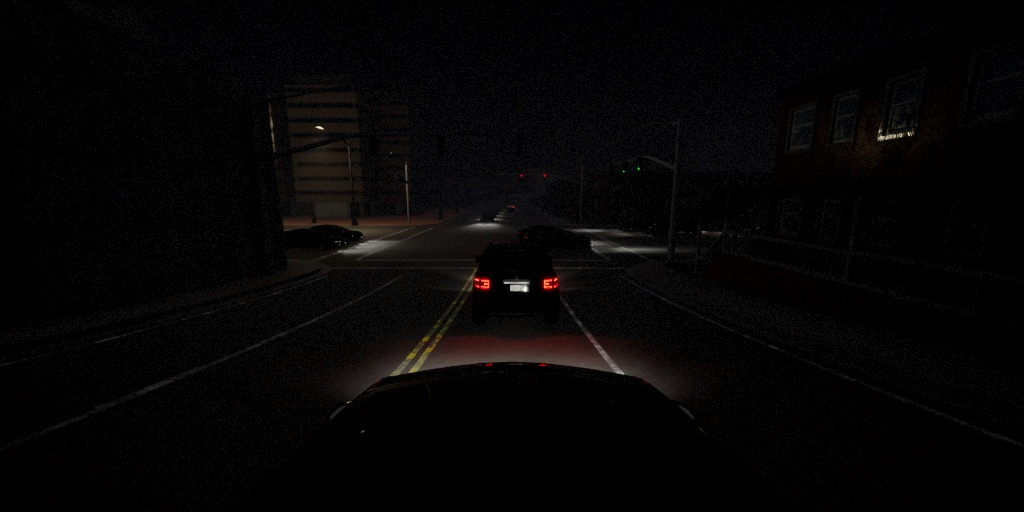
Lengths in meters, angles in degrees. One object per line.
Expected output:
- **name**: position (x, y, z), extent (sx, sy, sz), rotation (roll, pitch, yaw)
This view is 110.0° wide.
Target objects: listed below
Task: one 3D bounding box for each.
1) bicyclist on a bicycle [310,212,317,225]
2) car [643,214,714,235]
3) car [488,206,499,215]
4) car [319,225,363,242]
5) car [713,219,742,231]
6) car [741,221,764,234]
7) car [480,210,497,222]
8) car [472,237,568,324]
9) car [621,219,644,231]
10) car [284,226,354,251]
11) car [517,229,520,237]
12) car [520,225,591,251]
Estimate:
- **bicyclist on a bicycle**: position (-25.364, -4.774, 45.827), extent (0.582, 1.620, 1.656), rotation (0, 10, 0)
- **car**: position (16.887, -3.269, 36.629), extent (5.566, 2.045, 2.150), rotation (0, 10, 0)
- **car**: position (-3.706, -7.435, 62.836), extent (1.812, 1.442, 4.674), rotation (0, 10, 0)
- **car**: position (-14.865, -1.799, 29.605), extent (4.892, 1.490, 1.837), rotation (0, 10, 0)
- **car**: position (23.844, -3.554, 40.113), extent (4.674, 1.442, 1.812), rotation (0, 10, 0)
- **car**: position (26.683, -2.963, 36.663), extent (4.674, 1.442, 1.812), rotation (0, 10, 0)
- **car**: position (-3.711, -5.869, 54.089), extent (1.895, 1.301, 4.718), rotation (0, 10, 0)
- **car**: position (0.066, 0.604, 10.710), extent (2.150, 2.045, 5.566), rotation (0, 4, -1)
- **car**: position (14.765, -3.487, 40.156), extent (4.718, 1.301, 1.895), rotation (0, 10, 0)
- **car**: position (-14.576, -1.208, 26.141), extent (4.892, 1.490, 1.837), rotation (0, 10, 0)
- **car**: position (2.827, -1.789, 29.589), extent (4.892, 1.490, 1.837), rotation (0, 10, 0)
- **car**: position (3.269, -1.213, 26.135), extent (4.902, 1.511, 2.128), rotation (0, 10, 0)
